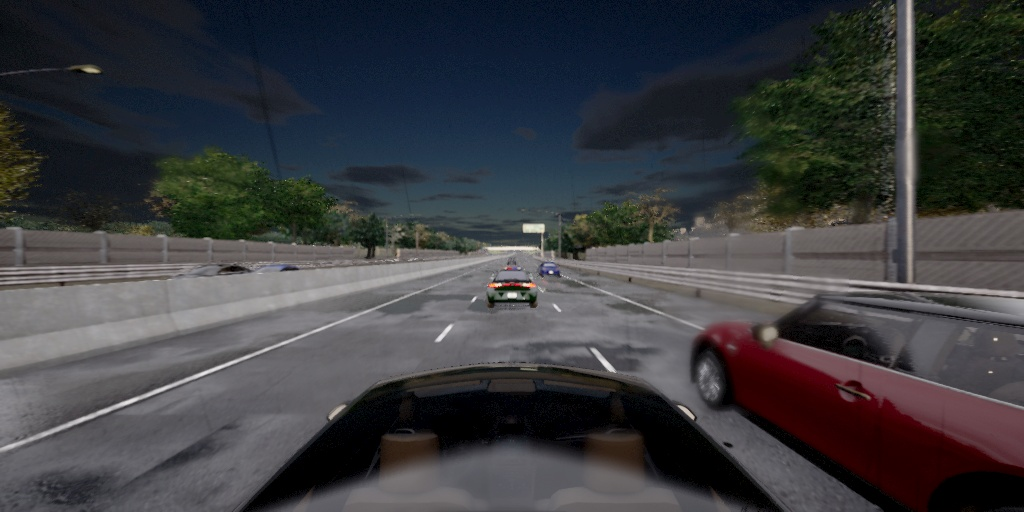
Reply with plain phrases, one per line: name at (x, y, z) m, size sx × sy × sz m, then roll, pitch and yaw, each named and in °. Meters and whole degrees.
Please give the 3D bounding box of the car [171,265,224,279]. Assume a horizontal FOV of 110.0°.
car at (-17.508, 1.272, 21.217) m, size 1.837 × 1.490 × 4.892 m, roll 0°, pitch 0°, yaw 0°

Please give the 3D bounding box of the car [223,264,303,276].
car at (-14.008, 1.276, 21.218) m, size 1.882 × 1.535 × 5.008 m, roll 0°, pitch 0°, yaw 0°

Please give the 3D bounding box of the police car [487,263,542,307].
police car at (0.003, 1.271, 15.625) m, size 2.038 × 1.542 × 4.974 m, roll 0°, pitch 0°, yaw 0°

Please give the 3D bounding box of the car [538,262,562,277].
car at (3.586, 1.300, 35.135) m, size 1.812 × 1.442 × 4.674 m, roll 0°, pitch 0°, yaw 0°

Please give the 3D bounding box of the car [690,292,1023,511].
car at (3.601, 1.105, 3.290) m, size 2.097 × 1.767 × 4.553 m, roll 0°, pitch 0°, yaw 0°
